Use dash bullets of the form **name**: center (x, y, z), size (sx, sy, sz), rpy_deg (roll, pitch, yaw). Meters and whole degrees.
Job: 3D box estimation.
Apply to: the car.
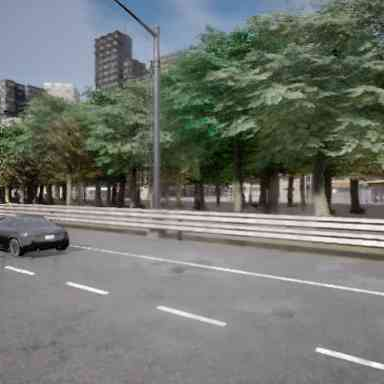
- **car**: center (-6.658, 1.568, 12.920), size (4.181, 1.385, 1.994), rpy_deg (0, 0, 36)
